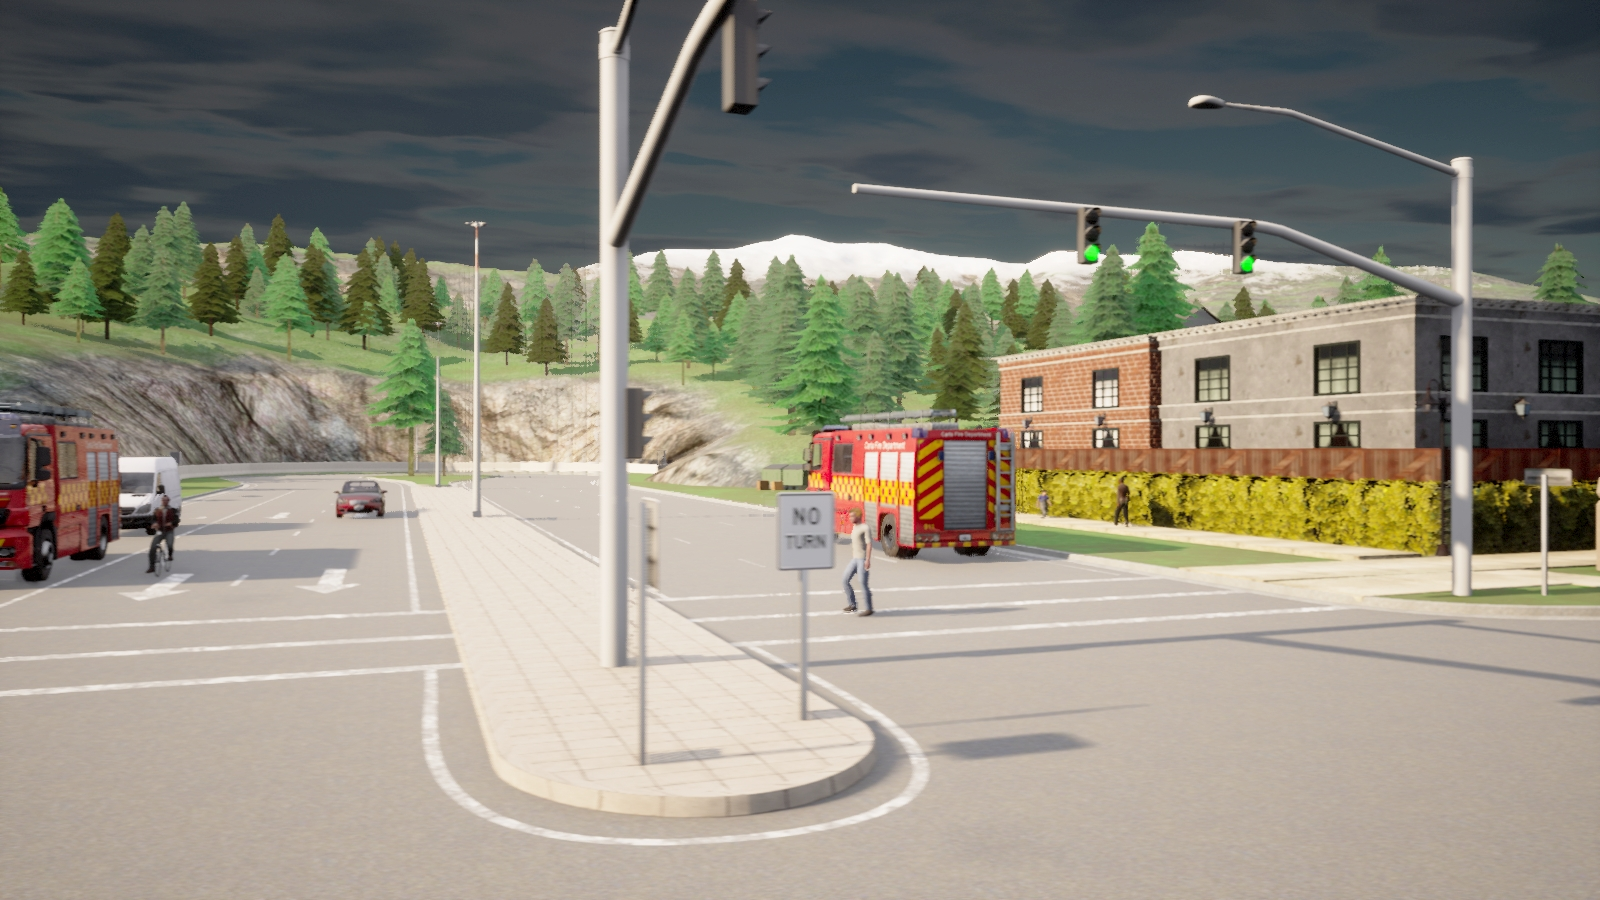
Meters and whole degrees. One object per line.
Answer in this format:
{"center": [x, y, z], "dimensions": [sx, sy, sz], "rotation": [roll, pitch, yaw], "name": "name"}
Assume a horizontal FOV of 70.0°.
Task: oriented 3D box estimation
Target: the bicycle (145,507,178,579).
{"center": [-14.288, 2.060, 25.584], "dimensions": [0.329, 1.471, 1.835], "rotation": [0, 0, -19], "name": "bicycle"}

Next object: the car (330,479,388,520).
{"center": [-18.506, 2.048, 48.158], "dimensions": [2.128, 1.511, 4.902], "rotation": [0, 0, -19], "name": "car"}

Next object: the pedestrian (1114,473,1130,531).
{"center": [10.544, 1.701, 37.382], "dimensions": [0.375, 1.860, 0.375], "rotation": [0, 0, -11], "name": "pedestrian"}

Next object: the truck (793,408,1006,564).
{"center": [2.504, 0.894, 32.557], "dimensions": [2.891, 3.827, 8.468], "rotation": [0, 0, -19], "name": "truck"}

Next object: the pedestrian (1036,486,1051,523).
{"center": [8.884, 1.983, 41.690], "dimensions": [0.375, 1.300, 0.375], "rotation": [0, 0, -18], "name": "pedestrian"}

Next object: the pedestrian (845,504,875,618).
{"center": [1.002, 1.850, 19.114], "dimensions": [0.375, 1.860, 0.375], "rotation": [0, 0, -24], "name": "pedestrian"}

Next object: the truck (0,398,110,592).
{"center": [-18.445, 0.890, 26.146], "dimensions": [2.891, 3.827, 8.468], "rotation": [0, 0, -19], "name": "truck"}

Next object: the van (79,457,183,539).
{"center": [-22.749, 1.533, 39.091], "dimensions": [1.988, 2.561, 5.915], "rotation": [0, 0, -19], "name": "van"}
